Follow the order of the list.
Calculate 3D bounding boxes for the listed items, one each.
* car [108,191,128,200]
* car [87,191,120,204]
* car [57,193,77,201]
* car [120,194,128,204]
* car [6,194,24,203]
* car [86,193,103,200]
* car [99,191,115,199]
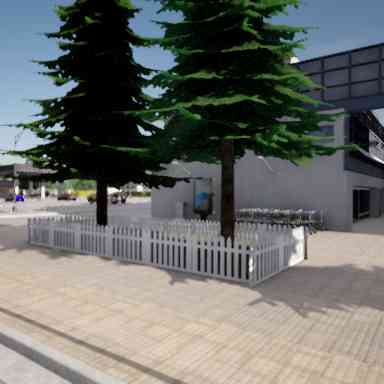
[{"bbox_3d":[-16.617,0.822,74.828,4.605,1.855,1.932,0,0,36],"label":"car"},{"bbox_3d":[-13.353,0.907,49.119,4.605,1.855,1.932,0,0,36],"label":"car"},{"bbox_3d":[-24.537,1.019,65.187,4.514,1.523,2.007,0,0,36],"label":"car"},{"bbox_3d":[-11.972,0.885,51.709,3.866,1.878,1.905,0,0,36],"label":"car"},{"bbox_3d":[-30.464,1.040,57.142,3.633,1.501,1.845,0,0,36],"label":"car"},{"bbox_3d":[-23.488,1.045,79.798,3.806,1.475,1.970,0,0,36],"label":"car"},{"bbox_3d":[-21.033,0.764,82.121,3.866,1.878,1.905,0,0,36],"label":"car"}]
